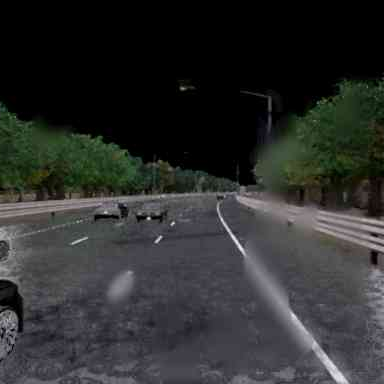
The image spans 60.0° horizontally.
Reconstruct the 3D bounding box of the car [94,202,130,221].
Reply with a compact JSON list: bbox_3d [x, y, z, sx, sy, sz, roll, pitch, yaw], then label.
[{"bbox_3d":[-6.267,1.461,26.457,1.994,1.385,4.181,0,0,2],"label":"car"}]

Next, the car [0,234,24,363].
[{"bbox_3d":[-3.365,1.477,2.897,2.128,1.511,4.902,0,0,0],"label":"car"}]

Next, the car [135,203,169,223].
[{"bbox_3d":[-2.843,1.505,24.769,1.895,1.301,4.718,0,0,2],"label":"car"}]

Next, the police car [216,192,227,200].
[{"bbox_3d":[7.628,1.197,89.250,1.930,1.638,5.238,0,0,8],"label":"police car"}]
